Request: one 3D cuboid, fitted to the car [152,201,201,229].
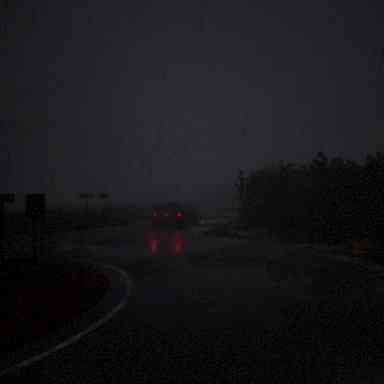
[{"bbox_3d":[-0.925,1.432,22.336,2.097,1.767,4.553,-1,0,17],"label":"car"}]

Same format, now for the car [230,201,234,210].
[{"bbox_3d":[6.059,1.489,42.091,1.812,1.442,4.674,-1,0,18],"label":"car"}]
